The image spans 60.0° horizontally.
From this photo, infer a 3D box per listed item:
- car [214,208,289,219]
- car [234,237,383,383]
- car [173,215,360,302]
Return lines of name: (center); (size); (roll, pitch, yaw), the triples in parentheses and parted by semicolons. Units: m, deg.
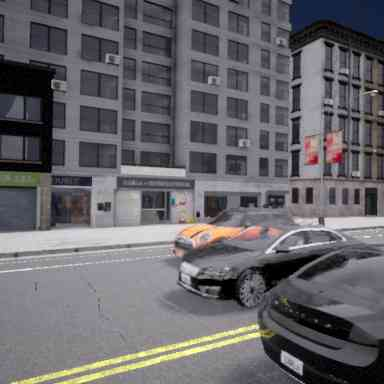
car: (1.649, 1.361, 11.373); (4.553, 1.767, 2.097); (0, 0, -28)
car: (3.158, 1.509, 4.577); (4.892, 1.490, 1.837); (0, 0, -28)
car: (2.039, 1.497, 7.890); (4.902, 1.511, 2.128); (0, 0, -28)
